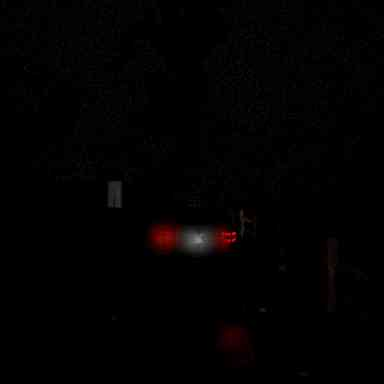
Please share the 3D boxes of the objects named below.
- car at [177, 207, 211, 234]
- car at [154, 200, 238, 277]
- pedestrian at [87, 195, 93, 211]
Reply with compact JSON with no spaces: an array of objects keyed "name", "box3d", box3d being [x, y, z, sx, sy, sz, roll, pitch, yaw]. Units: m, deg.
[{"name":"car","box3d":[0.072,1.690,20.796,1.895,1.301,4.718,0,0,-1]},{"name":"car","box3d":[0.107,1.267,10.493,2.150,2.045,5.566,0,0,0]},{"name":"pedestrian","box3d":[-12.171,1.304,39.573,0.375,1.860,0.375,0,-2,0]}]
